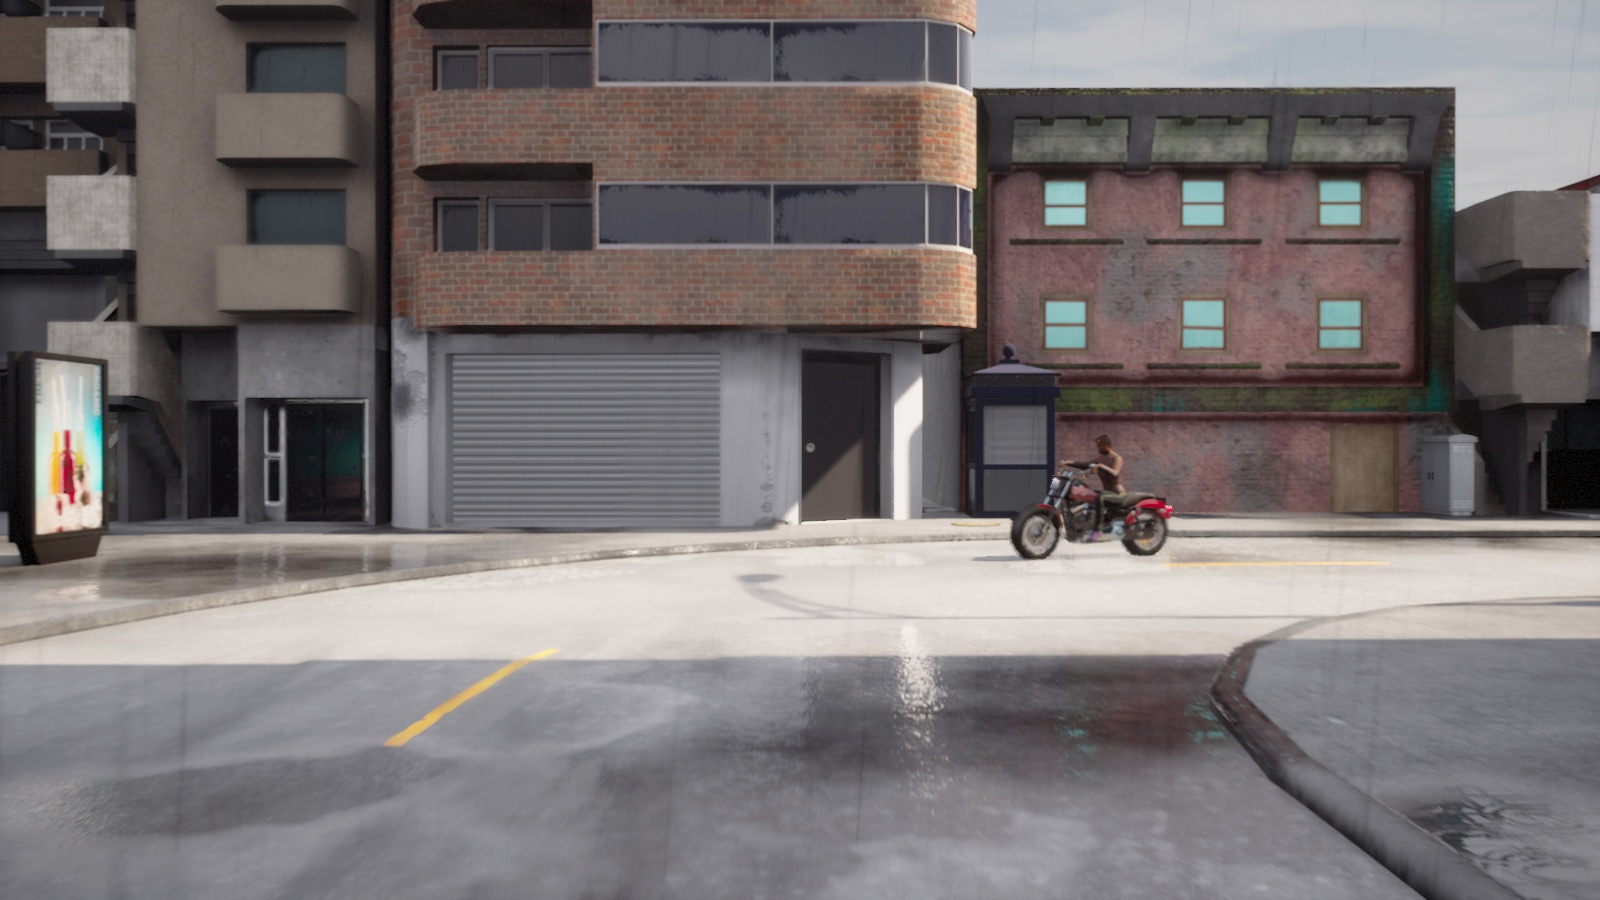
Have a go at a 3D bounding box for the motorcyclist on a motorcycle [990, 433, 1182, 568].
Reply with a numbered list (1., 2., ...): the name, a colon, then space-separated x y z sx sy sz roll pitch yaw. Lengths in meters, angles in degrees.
1. motorcyclist on a motorcycle: 3.666 0.613 16.113 2.350 1.649 0.766 0 1 -20
